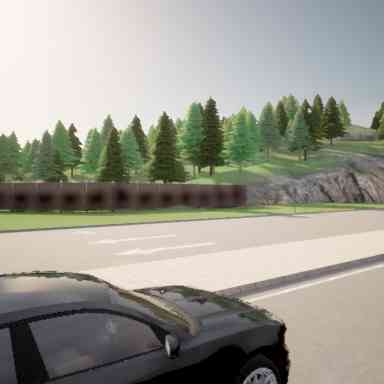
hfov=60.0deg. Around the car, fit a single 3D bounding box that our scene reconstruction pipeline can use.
[{"bbox_3d":[-1.243,1.477,2.867,5.008,1.535,1.882,0,0,-35],"label":"car"}]
